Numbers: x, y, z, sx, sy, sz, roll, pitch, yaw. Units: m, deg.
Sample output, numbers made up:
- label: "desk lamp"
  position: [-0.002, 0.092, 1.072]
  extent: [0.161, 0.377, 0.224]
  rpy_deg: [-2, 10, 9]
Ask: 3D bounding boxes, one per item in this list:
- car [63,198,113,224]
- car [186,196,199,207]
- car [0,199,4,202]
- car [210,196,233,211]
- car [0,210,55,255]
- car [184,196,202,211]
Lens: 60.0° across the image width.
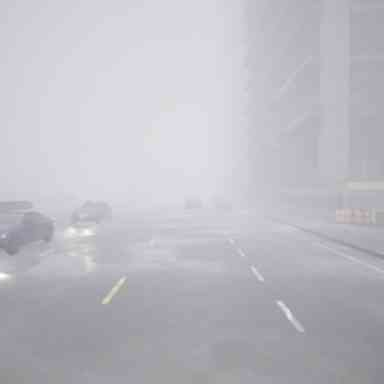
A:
- label: "car"
  position: [-7.008, 1.387, 23.713]
  extent: [2.128, 1.511, 4.902]
  rpy_deg: [0, 0, 0]
- label: "car"
  position: [0.031, 1.301, 48.232]
  extent: [1.812, 1.442, 4.674]
  rpy_deg: [0, 0, 0]
- label: "car"
  position: [-28.764, 1.261, 46.872]
  extent: [3.806, 1.475, 1.970]
  rpy_deg: [0, 0, 0]
- label: "car"
  position: [3.523, 1.368, 37.734]
  extent: [2.033, 1.411, 5.357]
  rpy_deg: [0, 0, 0]
- label: "car"
  position: [-7.083, 1.469, 13.284]
  extent: [1.812, 1.442, 4.674]
  rpy_deg: [0, 0, 1]
- label: "car"
  position: [0.121, 1.299, 38.206]
  extent: [1.882, 1.535, 5.008]
  rpy_deg: [0, 0, 0]
